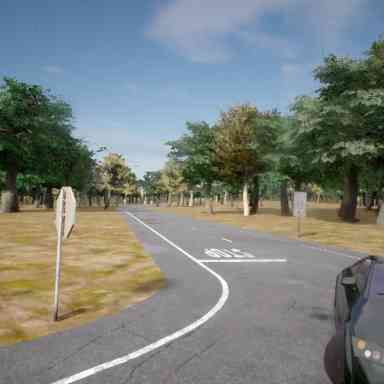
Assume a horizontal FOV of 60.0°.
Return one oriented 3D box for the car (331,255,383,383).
[{"bbox_3d":[3.069,1.642,4.573,1.994,1.385,4.181,1,-1,22],"label":"car"}]
